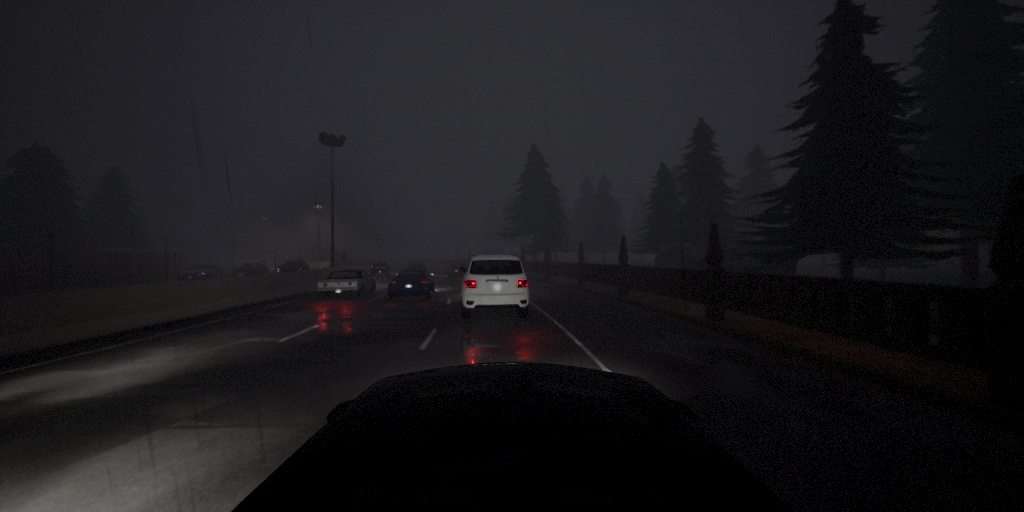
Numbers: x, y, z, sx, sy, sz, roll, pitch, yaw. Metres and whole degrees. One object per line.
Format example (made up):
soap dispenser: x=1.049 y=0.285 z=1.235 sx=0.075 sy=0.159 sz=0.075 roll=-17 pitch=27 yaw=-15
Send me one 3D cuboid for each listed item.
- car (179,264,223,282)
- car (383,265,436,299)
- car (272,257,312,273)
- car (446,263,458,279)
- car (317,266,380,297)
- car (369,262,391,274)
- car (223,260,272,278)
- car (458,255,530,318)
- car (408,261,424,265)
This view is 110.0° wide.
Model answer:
car: x=-26.395 y=1.396 z=30.718 sx=1.812 sy=1.442 sz=4.674 roll=0 pitch=0 yaw=-20
car: x=-5.006 y=1.344 z=18.283 sx=1.994 sy=1.385 sz=4.181 roll=0 pitch=0 yaw=-9
car: x=-19.614 y=1.197 z=32.434 sx=2.097 sy=1.767 sz=4.553 roll=0 pitch=0 yaw=-20
car: x=-4.928 y=1.336 z=33.331 sx=2.033 sy=1.411 sz=5.357 roll=0 pitch=0 yaw=-17
car: x=-8.686 y=1.395 z=19.328 sx=1.895 sy=1.301 sz=4.718 roll=0 pitch=0 yaw=-10
car: x=-14.029 y=1.332 z=38.062 sx=1.837 sy=1.490 sz=4.892 roll=0 pitch=0 yaw=-20
car: x=-23.084 y=1.350 z=31.802 sx=2.128 sy=1.511 sz=4.902 roll=0 pitch=0 yaw=-20
car: x=-0.729 y=0.982 z=13.252 sx=2.150 sy=2.045 sz=5.566 roll=0 pitch=0 yaw=-6
car: x=-10.041 y=1.303 z=37.345 sx=2.128 sy=1.511 sz=4.902 roll=0 pitch=0 yaw=-20
